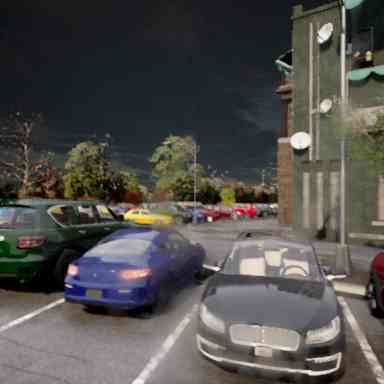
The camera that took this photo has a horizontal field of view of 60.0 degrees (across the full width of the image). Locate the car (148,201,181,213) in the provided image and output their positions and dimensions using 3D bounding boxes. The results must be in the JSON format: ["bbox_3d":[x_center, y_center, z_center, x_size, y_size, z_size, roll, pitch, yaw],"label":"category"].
[{"bbox_3d":[-5.064,2.753,61.136,5.566,2.045,2.435,0,-2,15],"label":"car"}]

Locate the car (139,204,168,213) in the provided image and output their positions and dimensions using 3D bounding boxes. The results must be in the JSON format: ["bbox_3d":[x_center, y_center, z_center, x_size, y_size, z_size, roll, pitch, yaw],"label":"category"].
[{"bbox_3d":[-6.732,2.954,58.679,4.674,1.452,2.002,0,-2,15],"label":"car"}]

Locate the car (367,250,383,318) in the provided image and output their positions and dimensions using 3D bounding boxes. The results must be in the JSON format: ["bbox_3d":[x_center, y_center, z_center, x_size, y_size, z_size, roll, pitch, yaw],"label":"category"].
[{"bbox_3d":[3.844,1.363,4.238,2.185,1.767,4.553,1,-1,16],"label":"car"}]

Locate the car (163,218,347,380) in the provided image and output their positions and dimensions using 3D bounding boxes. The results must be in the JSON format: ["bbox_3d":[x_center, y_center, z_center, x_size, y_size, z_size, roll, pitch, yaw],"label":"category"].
[{"bbox_3d":[1.426,1.483,5.930,2.231,1.521,4.892,1,0,16],"label":"car"}]

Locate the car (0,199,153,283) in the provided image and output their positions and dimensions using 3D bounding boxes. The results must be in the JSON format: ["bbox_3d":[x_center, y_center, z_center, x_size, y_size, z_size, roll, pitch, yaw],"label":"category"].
[{"bbox_3d":[-3.392,1.218,9.392,2.435,2.045,5.566,0,-1,16],"label":"car"}]

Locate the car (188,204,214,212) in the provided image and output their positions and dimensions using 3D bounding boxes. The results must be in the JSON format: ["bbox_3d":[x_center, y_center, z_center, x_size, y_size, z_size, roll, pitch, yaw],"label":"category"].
[{"bbox_3d":[1.914,3.362,70.866,5.366,1.575,1.946,0,-2,15],"label":"car"}]

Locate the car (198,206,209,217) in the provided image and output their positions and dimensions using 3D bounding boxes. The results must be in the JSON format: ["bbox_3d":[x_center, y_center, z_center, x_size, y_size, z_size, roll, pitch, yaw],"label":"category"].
[{"bbox_3d":[-0.948,2.492,35.170,4.674,1.452,2.002,1,-1,15],"label":"car"}]

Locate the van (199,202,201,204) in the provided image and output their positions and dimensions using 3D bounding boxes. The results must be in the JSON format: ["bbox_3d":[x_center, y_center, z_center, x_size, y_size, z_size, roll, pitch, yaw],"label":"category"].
[{"bbox_3d":[0.156,3.049,68.447,4.442,1.987,1.878,0,-2,15],"label":"van"}]

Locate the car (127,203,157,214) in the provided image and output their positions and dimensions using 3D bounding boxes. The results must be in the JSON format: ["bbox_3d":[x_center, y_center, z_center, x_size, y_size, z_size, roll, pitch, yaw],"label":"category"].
[{"bbox_3d":[-8.394,2.698,56.223,4.553,1.767,2.185,0,-2,15],"label":"car"}]

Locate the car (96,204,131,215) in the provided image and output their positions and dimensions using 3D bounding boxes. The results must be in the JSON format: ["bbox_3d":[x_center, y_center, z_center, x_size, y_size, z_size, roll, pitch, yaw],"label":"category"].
[{"bbox_3d":[-12.023,2.661,50.997,4.792,1.488,2.163,0,-2,15],"label":"car"}]

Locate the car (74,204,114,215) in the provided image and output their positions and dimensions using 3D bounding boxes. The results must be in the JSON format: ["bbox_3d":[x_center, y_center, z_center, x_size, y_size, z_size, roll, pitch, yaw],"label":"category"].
[{"bbox_3d":[-14.165,2.526,48.256,5.366,1.575,1.946,0,-2,15],"label":"car"}]

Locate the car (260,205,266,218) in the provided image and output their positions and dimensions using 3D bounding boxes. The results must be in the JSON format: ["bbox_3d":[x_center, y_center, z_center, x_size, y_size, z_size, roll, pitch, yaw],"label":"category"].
[{"bbox_3d":[7.631,2.937,47.527,4.792,1.488,2.163,2,-1,15],"label":"car"}]

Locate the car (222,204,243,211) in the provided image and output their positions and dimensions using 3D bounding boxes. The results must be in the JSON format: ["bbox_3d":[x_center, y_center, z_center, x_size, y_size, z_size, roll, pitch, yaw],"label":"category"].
[{"bbox_3d":[10.163,3.816,83.151,4.892,1.521,2.231,0,-2,14],"label":"car"}]

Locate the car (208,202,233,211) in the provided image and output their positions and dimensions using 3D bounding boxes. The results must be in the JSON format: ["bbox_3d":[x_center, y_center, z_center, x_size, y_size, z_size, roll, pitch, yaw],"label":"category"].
[{"bbox_3d":[6.779,3.384,78.265,5.566,2.045,2.435,0,-2,15],"label":"car"}]

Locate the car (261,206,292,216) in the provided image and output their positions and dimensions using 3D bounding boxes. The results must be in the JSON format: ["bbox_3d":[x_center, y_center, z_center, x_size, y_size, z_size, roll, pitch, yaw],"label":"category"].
[{"bbox_3d":[14.508,3.271,57.398,5.008,1.535,2.097,2,-1,15],"label":"car"}]

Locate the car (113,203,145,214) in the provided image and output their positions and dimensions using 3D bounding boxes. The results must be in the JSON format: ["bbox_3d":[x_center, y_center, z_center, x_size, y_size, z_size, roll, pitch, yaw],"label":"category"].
[{"bbox_3d":[-10.147,2.609,53.801,4.553,1.767,2.185,0,-2,15],"label":"car"}]

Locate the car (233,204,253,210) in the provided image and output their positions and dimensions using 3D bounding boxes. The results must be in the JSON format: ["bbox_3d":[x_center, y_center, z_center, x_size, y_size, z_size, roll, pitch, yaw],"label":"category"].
[{"bbox_3d":[13.478,3.995,88.069,5.008,1.535,2.097,0,-2,14],"label":"car"}]

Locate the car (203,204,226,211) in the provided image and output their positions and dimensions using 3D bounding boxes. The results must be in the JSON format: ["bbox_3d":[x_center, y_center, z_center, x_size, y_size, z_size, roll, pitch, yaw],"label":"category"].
[{"bbox_3d":[5.144,3.575,75.801,4.792,1.488,2.163,0,-2,15],"label":"car"}]

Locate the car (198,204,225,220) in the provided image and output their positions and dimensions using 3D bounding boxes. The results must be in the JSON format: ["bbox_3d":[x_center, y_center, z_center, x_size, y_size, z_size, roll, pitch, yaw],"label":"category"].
[{"bbox_3d":[0.788,2.546,37.647,5.008,1.535,2.097,2,-1,15],"label":"car"}]

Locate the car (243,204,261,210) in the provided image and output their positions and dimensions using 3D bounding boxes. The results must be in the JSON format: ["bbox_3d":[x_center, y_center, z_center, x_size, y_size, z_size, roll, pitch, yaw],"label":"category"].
[{"bbox_3d":[16.696,4.205,93.023,4.792,1.488,2.163,0,-2,13],"label":"car"}]

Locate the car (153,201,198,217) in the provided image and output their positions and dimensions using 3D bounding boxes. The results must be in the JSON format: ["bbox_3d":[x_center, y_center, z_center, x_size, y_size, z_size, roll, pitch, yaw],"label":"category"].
[{"bbox_3d":[-2.639,2.102,32.703,5.566,2.045,2.435,2,-1,15],"label":"car"}]

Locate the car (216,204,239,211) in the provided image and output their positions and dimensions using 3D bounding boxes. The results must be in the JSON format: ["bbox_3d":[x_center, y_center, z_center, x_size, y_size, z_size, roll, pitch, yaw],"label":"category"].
[{"bbox_3d":[8.667,3.722,80.661,5.366,1.575,1.946,0,-2,14],"label":"car"}]

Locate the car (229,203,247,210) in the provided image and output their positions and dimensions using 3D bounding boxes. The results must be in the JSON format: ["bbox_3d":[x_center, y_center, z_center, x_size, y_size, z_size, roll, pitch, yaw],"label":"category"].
[{"bbox_3d":[11.851,3.780,85.606,4.553,1.767,2.185,0,-2,14],"label":"car"}]

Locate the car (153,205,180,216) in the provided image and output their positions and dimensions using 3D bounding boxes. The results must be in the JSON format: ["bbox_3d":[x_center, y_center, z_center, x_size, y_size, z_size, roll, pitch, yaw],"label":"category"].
[{"bbox_3d":[-4.225,2.249,30.176,5.366,1.575,1.946,2,-1,15],"label":"car"}]

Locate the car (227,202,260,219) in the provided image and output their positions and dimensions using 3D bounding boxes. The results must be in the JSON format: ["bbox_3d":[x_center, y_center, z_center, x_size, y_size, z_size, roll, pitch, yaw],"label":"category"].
[{"bbox_3d":[5.926,2.566,45.059,5.566,2.045,2.435,1,-1,15],"label":"car"}]

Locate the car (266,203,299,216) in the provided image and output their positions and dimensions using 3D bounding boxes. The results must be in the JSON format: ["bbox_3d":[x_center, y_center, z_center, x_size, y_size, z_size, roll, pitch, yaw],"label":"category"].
[{"bbox_3d":[16.251,3.111,59.871,5.566,2.045,2.435,2,-1,15],"label":"car"}]

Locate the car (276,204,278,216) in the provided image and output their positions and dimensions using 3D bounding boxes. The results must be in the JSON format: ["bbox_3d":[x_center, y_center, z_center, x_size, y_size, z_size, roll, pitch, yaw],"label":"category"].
[{"bbox_3d":[11.054,3.118,52.466,4.792,1.488,2.163,1,-1,15],"label":"car"}]

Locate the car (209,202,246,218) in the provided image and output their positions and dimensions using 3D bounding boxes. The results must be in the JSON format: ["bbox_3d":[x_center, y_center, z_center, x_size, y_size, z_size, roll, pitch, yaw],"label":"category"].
[{"bbox_3d":[4.205,2.602,42.603,4.553,1.767,2.185,2,-1,15],"label":"car"}]

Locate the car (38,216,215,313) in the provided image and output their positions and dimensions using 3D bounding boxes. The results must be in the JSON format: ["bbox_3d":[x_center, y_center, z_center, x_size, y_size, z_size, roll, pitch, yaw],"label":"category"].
[{"bbox_3d":[-0.985,1.515,7.643,2.002,1.452,4.674,0,-1,15],"label":"car"}]

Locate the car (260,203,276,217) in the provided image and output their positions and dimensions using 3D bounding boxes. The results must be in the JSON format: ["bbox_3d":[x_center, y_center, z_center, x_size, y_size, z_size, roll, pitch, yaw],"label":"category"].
[{"bbox_3d":[9.352,2.747,49.998,5.566,2.045,2.435,2,-1,15],"label":"car"}]

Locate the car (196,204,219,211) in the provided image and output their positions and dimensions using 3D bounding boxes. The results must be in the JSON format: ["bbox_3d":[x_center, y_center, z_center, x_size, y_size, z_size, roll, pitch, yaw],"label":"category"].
[{"bbox_3d":[3.395,3.484,73.362,4.792,1.488,2.163,0,-2,15],"label":"car"}]

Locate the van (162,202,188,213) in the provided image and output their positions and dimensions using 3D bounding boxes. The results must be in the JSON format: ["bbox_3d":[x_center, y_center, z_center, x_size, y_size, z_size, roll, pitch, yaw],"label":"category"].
[{"bbox_3d":[-3.228,2.869,63.549,4.442,1.987,1.878,0,-2,15],"label":"van"}]
